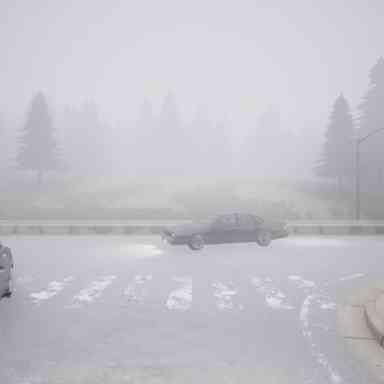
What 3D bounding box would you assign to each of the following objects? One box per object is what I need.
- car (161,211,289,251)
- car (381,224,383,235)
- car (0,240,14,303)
[{"bbox_3d":[1.452,1.545,14.106,5.357,1.411,2.033,0,0,-20],"label":"car"},{"bbox_3d":[11.230,1.489,14.990,4.902,1.511,2.128,0,0,0],"label":"car"},{"bbox_3d":[-4.262,1.505,5.571,1.837,1.490,4.892,0,0,-20],"label":"car"}]
